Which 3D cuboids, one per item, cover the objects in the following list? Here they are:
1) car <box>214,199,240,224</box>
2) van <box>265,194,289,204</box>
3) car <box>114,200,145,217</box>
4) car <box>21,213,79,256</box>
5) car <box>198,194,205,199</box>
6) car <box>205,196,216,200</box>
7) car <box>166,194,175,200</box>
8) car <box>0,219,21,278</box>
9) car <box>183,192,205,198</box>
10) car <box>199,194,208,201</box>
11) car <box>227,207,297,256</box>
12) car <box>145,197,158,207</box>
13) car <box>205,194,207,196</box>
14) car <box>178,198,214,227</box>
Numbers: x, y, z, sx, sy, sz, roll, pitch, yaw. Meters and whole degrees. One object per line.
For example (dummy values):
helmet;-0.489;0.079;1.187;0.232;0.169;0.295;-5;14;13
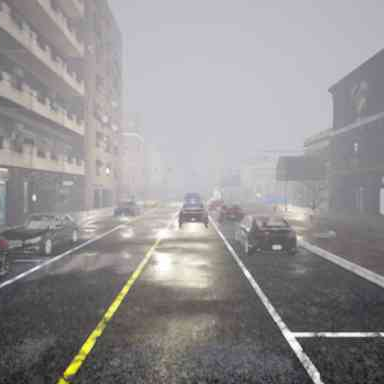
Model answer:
car;2.669;1.452;24.068;1.887;1.381;4.507;0;0;0
van;14.620;1.214;57.630;3.998;1.788;1.690;0;0;0
car;-5.715;1.455;29.765;1.947;1.339;4.313;0;0;0
car;-5.704;1.500;12.675;2.008;1.369;4.403;0;0;0
car;2.624;1.315;90.721;1.802;1.307;4.206;0;0;0
car;2.661;1.415;35.462;1.887;1.381;4.507;0;0;0
car;-5.753;1.295;85.007;2.008;1.369;4.403;0;0;0
car;-5.700;1.411;6.978;1.967;1.590;4.097;0;0;0
car;0.073;1.077;39.665;2.150;2.045;5.566;0;0;1
car;2.631;1.195;79.327;1.967;1.590;4.097;0;0;0
car;2.677;1.499;12.676;2.008;1.369;4.403;0;0;0
car;-5.727;1.363;46.685;1.752;1.417;4.829;0;0;0
car;2.657;1.378;41.329;1.752;1.417;4.829;0;0;0
car;0.084;1.408;22.029;2.128;1.511;4.902;0;0;0
